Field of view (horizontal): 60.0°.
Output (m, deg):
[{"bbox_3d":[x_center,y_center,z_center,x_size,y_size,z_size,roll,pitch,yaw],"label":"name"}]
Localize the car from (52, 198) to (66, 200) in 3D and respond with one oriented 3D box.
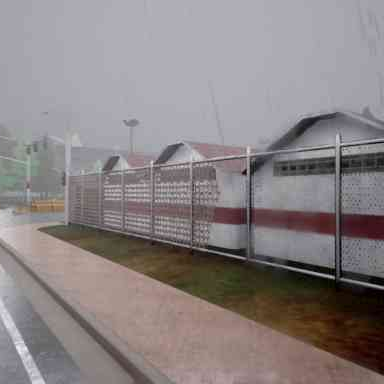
[{"bbox_3d":[-17.026,1.504,42.409,4.892,1.490,1.837,0,0,-38],"label":"car"}]
